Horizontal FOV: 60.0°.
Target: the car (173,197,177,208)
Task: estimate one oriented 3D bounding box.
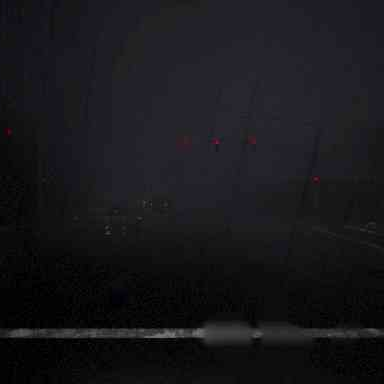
[{"bbox_3d":[-3.559,1.564,45.614,1.994,1.385,4.181,0,0,0],"label":"car"}]

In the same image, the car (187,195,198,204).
[{"bbox_3d":[0.049,1.505,63.823,1.837,1.490,4.892,0,0,0],"label":"car"}]

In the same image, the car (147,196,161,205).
[{"bbox_3d":[-7.015,1.492,62.140,2.128,1.511,4.902,0,0,0],"label":"car"}]

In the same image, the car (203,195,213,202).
[{"bbox_3d":[3.557,1.386,73.930,2.128,1.511,4.902,0,0,0],"label":"car"}]

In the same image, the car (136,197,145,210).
[{"bbox_3d":[-7.061,1.478,42.245,1.882,1.535,5.008,0,0,0],"label":"car"}]

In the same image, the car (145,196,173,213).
[{"bbox_3d":[-3.560,1.352,37.045,2.097,1.767,4.553,0,0,0],"label":"car"}]

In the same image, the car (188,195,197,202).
[{"bbox_3d":[0.057,1.413,73.933,1.994,1.385,4.181,0,0,0],"label":"car"}]

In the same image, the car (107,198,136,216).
[{"bbox_3d":[-7.069,1.526,32.951,1.812,1.442,4.674,0,0,0],"label":"car"}]

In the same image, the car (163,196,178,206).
[{"bbox_3d":[-3.537,1.492,55.672,2.128,1.511,4.902,0,0,0],"label":"car"}]

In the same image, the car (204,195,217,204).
[{"bbox_3d":[3.549,1.352,63.791,2.097,1.767,4.553,0,0,0],"label":"car"}]

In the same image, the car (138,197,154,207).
[{"bbox_3d":[-7.051,1.505,51.731,1.837,1.490,4.892,0,0,0],"label":"car"}]
